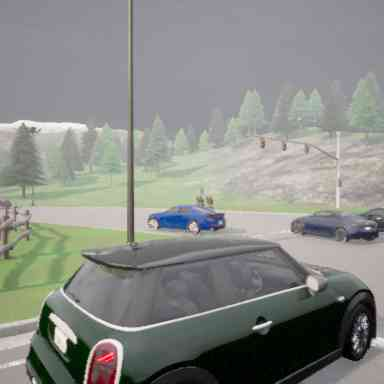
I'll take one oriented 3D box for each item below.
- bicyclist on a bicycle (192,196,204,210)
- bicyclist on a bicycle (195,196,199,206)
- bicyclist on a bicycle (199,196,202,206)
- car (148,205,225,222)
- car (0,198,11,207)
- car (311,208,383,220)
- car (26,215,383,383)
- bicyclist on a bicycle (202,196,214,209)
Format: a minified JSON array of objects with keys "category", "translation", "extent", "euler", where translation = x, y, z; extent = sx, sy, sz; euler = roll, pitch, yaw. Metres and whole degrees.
[{"category":"bicyclist on a bicycle","translation":[0.741,1.287,40.525],"extent":[0.582,1.620,1.656],"euler":[0,0,33]},{"category":"bicyclist on a bicycle","translation":[1.113,1.287,40.280],"extent":[0.582,1.620,1.656],"euler":[0,0,33]},{"category":"bicyclist on a bicycle","translation":[1.856,1.286,39.787],"extent":[0.582,1.620,1.656],"euler":[0,0,34]},{"category":"car","translation":[-0.415,1.471,19.052],"extent":[5.008,1.535,1.882],"euler":[0,0,40]},{"category":"car","translation":[-27.474,1.523,45.844],"extent":[4.674,1.442,1.812],"euler":[0,0,3]},{"category":"car","translation":[6.795,1.554,16.266],"extent":[1.994,1.385,4.181],"euler":[0,0,-25]},{"category":"car","translation":[0.483,1.350,4.315],"extent":[4.553,1.767,2.097],"euler":[0,0,-38]},{"category":"bicyclist on a bicycle","translation":[2.226,1.286,39.539],"extent":[0.582,1.620,1.656],"euler":[0,0,34]}]
